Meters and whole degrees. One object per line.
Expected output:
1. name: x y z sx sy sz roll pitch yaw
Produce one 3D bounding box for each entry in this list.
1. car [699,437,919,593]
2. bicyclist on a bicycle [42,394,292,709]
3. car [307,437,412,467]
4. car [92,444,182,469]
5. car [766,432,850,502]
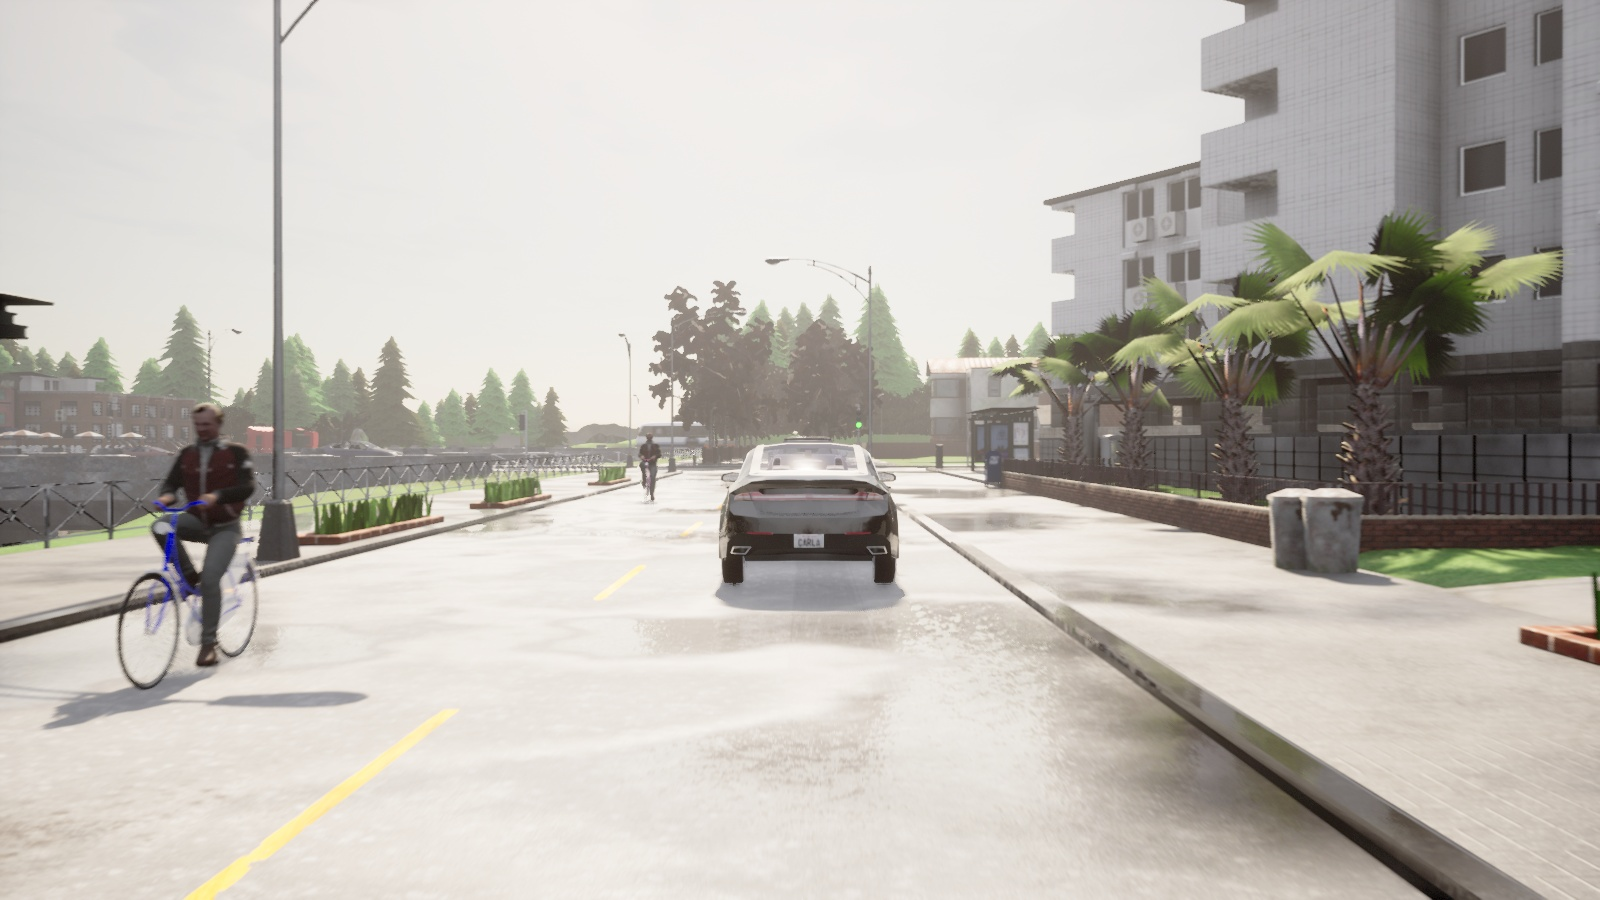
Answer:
1. car: 0.099 0.620 14.621 2.128 1.511 4.902 0 0 0
2. bicyclist on a bicycle: -3.939 0.569 7.996 0.659 1.776 1.843 0 0 0
3. car: -24.247 0.116 69.183 5.027 1.651 2.152 0 0 0
4. car: -38.644 0.366 73.267 4.181 1.385 1.994 0 0 0
5. car: 0.209 0.414 33.840 2.097 1.767 4.553 0 0 0
